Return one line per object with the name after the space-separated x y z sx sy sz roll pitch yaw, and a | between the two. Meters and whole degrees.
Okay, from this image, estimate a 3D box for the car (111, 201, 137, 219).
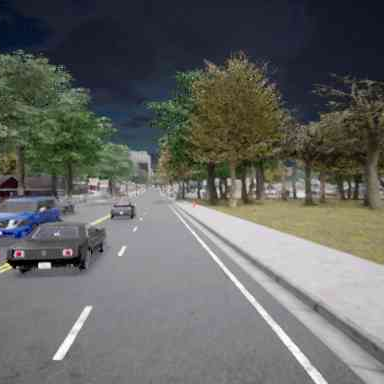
-5.881 1.493 28.959 2.128 1.511 4.902 -1 0 -6 | car

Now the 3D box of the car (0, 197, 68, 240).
-8.012 1.288 16.020 2.150 2.045 5.566 -1 0 -6 | car

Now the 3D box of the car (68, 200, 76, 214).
-13.034 1.593 33.241 2.128 1.511 4.902 -1 0 -6 | car

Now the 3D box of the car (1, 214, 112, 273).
-4.034 1.622 10.851 1.895 1.301 4.718 -1 0 -5 | car
